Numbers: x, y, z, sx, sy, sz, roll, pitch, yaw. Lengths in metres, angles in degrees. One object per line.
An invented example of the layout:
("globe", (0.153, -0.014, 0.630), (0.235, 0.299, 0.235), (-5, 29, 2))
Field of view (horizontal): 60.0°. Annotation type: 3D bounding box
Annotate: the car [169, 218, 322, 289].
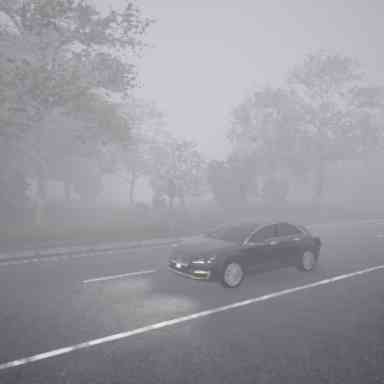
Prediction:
("car", (1.657, 1.523, 9.352), (4.892, 1.490, 1.837), (0, 0, -35))
